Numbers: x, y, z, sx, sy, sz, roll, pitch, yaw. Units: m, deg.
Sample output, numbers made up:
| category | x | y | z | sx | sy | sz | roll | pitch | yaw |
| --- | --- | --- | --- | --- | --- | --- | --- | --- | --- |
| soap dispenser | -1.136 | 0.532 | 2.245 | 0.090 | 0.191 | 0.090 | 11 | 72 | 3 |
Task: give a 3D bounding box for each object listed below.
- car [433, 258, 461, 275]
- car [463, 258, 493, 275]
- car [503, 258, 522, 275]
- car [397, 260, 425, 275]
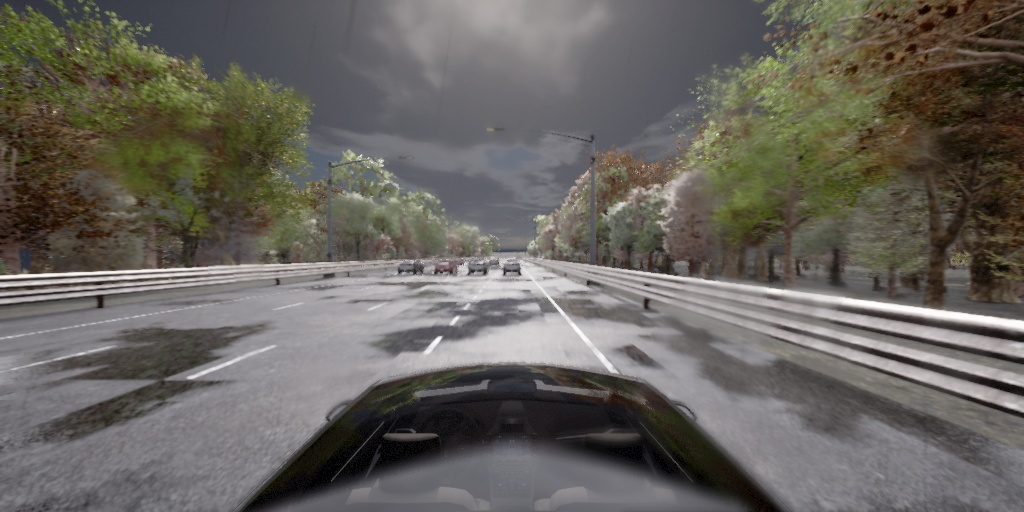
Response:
| category | x | y | z | sx | sy | sz | roll | pitch | yaw |
| --- | --- | --- | --- | --- | --- | --- | --- | --- | --- |
| car | -6.978 | 1.205 | 38.050 | 1.812 | 1.442 | 4.674 | 0 | 0 | 1 |
| car | -3.479 | 1.173 | 37.768 | 2.128 | 1.511 | 4.902 | 0 | 0 | 0 |
| car | 0.021 | 1.172 | 37.769 | 2.128 | 1.511 | 4.902 | 0 | 0 | 0 |
| car | -10.481 | 1.174 | 37.525 | 2.128 | 1.511 | 4.902 | 0 | 0 | 0 |
